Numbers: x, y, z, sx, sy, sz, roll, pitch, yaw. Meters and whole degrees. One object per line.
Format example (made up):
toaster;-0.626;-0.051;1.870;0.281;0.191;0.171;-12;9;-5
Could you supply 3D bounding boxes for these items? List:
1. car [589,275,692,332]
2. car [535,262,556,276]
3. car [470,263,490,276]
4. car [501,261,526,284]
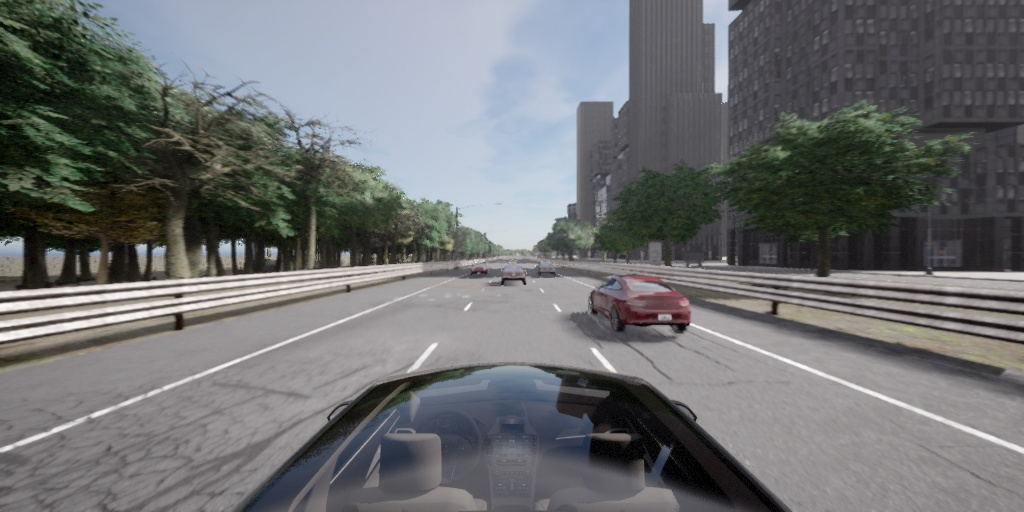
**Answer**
car;3.606;1.284;10.750;1.812;1.442;4.674;0;0;0
car;3.617;1.384;38.908;2.033;1.411;5.357;0;0;0
car;-3.376;1.440;39.094;1.895;1.301;4.718;0;0;0
car;0.115;1.340;27.382;2.033;1.411;5.357;0;0;0
